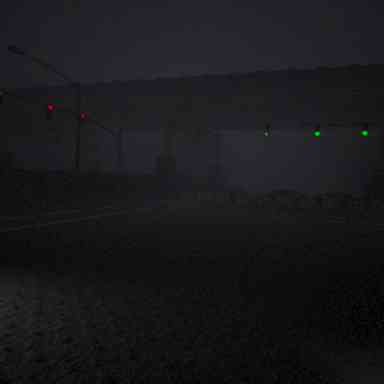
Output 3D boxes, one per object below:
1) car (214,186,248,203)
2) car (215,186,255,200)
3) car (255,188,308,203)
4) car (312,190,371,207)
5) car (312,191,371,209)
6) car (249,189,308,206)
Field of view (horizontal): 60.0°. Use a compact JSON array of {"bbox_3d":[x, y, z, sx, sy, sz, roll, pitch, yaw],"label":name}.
[{"bbox_3d":[4.240,0.239,33.744,2.038,1.542,4.974,1,2,-25],"label":"car"},{"bbox_3d":[4.224,0.079,33.784,1.853,1.218,4.536,1,2,-25],"label":"car"},{"bbox_3d":[8.575,0.312,32.056,4.536,1.218,1.853,2,2,-15],"label":"car"},{"bbox_3d":[13.764,0.557,30.830,1.853,1.218,4.536,0,3,-40],"label":"car"},{"bbox_3d":[13.791,0.718,30.797,2.038,1.542,4.974,0,3,-40],"label":"car"},{"bbox_3d":[8.519,0.468,32.049,4.974,1.542,2.038,2,2,-15],"label":"car"}]
